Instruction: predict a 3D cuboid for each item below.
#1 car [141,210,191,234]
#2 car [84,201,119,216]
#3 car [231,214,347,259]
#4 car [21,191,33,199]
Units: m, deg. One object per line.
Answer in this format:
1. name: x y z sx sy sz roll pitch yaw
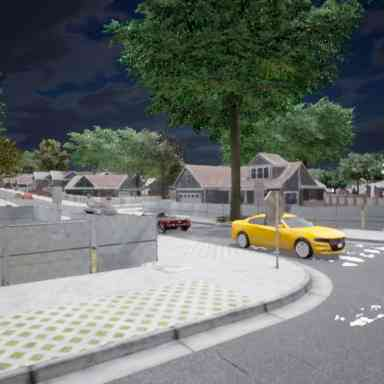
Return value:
1. car: -2.039 1.890 21.900 1.895 1.301 4.718 0 0 -35
2. car: -8.551 1.728 31.140 2.097 1.767 4.553 0 0 -35
3. car: 3.754 1.646 13.714 1.882 1.535 5.008 0 -1 -35
4. car: -40.157 0.711 80.665 2.097 1.767 4.553 0 2 -35
